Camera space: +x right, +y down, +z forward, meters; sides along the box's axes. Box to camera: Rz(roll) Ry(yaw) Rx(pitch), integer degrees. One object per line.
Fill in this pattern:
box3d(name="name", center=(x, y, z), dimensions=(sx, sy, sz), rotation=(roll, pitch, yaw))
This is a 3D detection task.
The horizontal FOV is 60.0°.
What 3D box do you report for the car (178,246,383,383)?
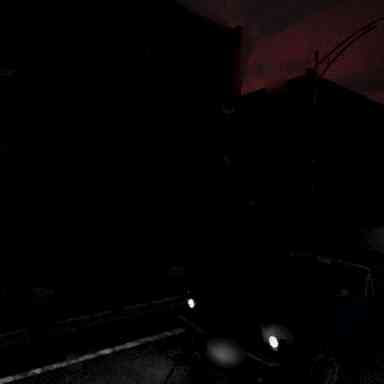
box3d(name="car", center=(2.149, 1.622, 5.230), dimensions=(4.718, 1.301, 1.895), rotation=(0, 0, -36))
